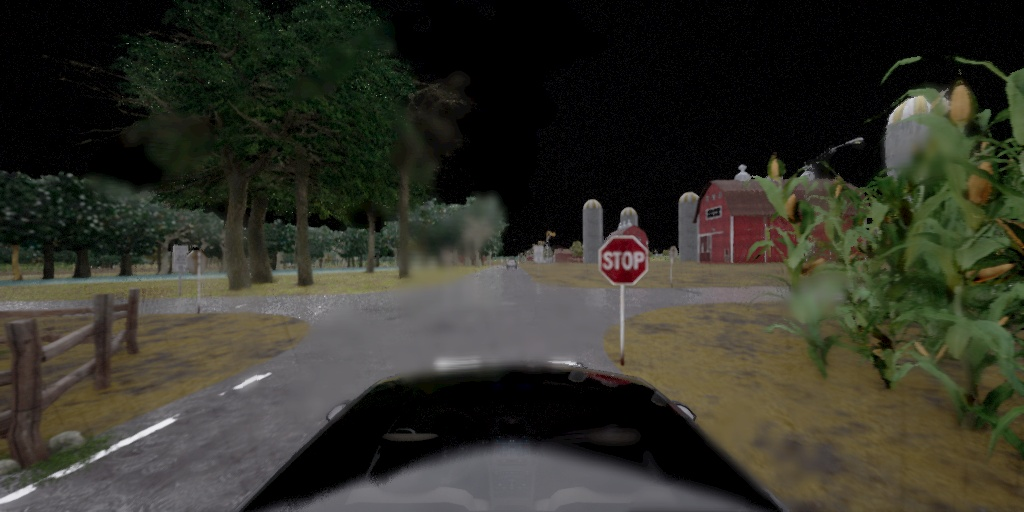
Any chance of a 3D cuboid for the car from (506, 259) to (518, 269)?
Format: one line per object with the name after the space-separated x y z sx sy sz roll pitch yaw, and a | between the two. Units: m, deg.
-0.047 1.444 62.193 2.128 1.511 4.902 0 -1 0 | car
